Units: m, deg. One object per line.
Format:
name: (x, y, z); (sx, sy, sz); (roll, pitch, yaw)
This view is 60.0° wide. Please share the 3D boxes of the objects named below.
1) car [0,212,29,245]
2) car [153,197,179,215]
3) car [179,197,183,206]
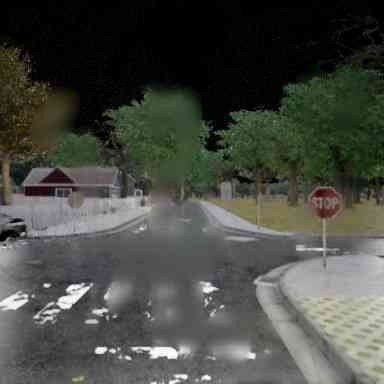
car: (-9.090, 1.442, 13.092); (4.902, 1.511, 2.128); (0, -1, -1)
car: (-2.735, 1.445, 34.395); (2.097, 1.767, 4.553); (0, 0, 0)
car: (-2.722, 1.646, 59.326); (1.837, 1.490, 4.892); (0, 0, 0)
